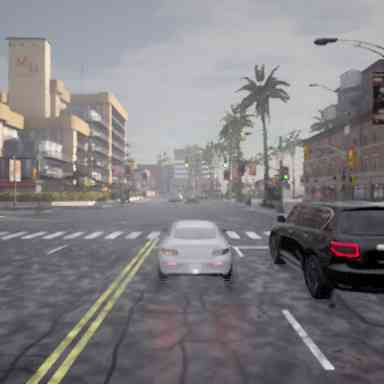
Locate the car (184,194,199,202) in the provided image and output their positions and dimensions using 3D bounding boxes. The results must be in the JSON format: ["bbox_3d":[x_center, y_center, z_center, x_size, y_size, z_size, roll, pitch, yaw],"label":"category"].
[{"bbox_3d":[-0.053,1.448,73.590,2.128,1.511,4.902,0,0,0],"label":"car"}]

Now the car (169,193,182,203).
[{"bbox_3d":[-3.549,1.494,66.429,1.994,1.385,4.181,0,0,0],"label":"car"}]

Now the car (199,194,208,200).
[{"bbox_3d":[3.288,1.257,93.823,2.097,1.767,4.553,0,0,-4],"label":"car"}]

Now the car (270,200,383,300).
[{"bbox_3d":[3.578,1.212,8.491,2.150,2.045,5.566,0,0,0],"label":"car"}]

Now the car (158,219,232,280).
[{"bbox_3d":[0.079,1.515,9.748,1.812,1.442,4.674,0,0,0],"label":"car"}]

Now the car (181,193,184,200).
[{"bbox_3d":[-3.557,1.460,76.607,2.033,1.411,5.357,0,0,0],"label":"car"}]
